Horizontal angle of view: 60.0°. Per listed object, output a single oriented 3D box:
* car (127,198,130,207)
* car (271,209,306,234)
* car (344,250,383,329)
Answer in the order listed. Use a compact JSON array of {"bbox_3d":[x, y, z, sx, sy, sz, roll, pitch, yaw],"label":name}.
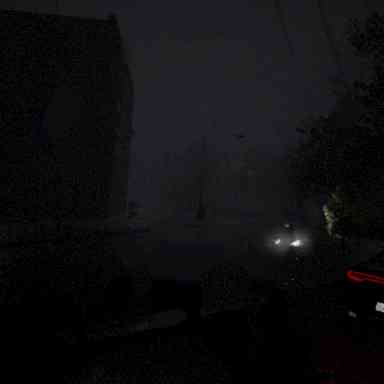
[{"bbox_3d":[-13.744,1.753,63.551,4.553,1.767,2.097,3,-2,39],"label":"car"},{"bbox_3d":[6.502,1.896,22.354,2.128,1.511,4.902,3,-2,18],"label":"car"},{"bbox_3d":[4.928,1.534,5.975,5.008,1.535,1.882,0,-1,-29],"label":"car"}]
